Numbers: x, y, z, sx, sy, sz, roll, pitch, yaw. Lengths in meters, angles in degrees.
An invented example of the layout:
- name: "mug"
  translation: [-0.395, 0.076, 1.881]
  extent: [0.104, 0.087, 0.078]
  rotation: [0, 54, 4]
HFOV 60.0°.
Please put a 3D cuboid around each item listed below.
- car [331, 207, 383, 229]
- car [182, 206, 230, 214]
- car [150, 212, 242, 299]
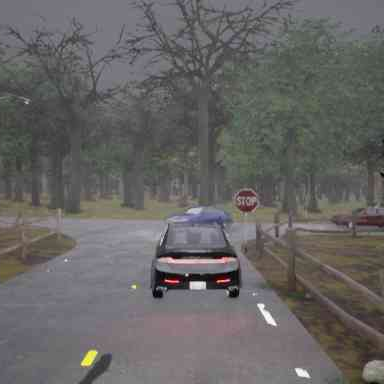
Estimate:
- name: "car"
  translation: [12.591, 1.797, 23.874]
  extent: [5.008, 1.535, 1.882]
  rotation: [1, 0, -2]
- name: "car"
  translation: [0.493, 1.550, 19.712]
  extent: [4.674, 1.442, 1.812]
  rotation: [2, -1, -43]
- name: "car"
  translation: [0.032, 1.487, 8.473]
  extent: [2.128, 1.511, 4.902]
  rotation: [0, 0, -2]
